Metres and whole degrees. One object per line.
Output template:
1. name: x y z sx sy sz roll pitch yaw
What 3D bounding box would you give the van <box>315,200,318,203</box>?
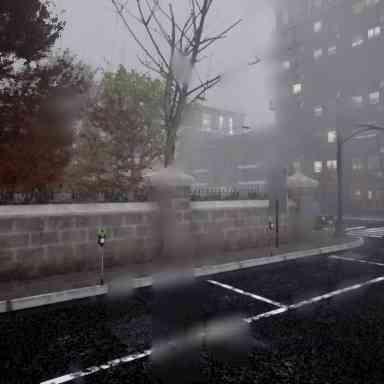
1. van: 10.417 1.646 32.623 1.690 1.788 3.998 -1 0 -36

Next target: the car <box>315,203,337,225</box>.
1. car: 8.281 1.801 25.766 2.033 1.411 5.357 0 -1 -36
